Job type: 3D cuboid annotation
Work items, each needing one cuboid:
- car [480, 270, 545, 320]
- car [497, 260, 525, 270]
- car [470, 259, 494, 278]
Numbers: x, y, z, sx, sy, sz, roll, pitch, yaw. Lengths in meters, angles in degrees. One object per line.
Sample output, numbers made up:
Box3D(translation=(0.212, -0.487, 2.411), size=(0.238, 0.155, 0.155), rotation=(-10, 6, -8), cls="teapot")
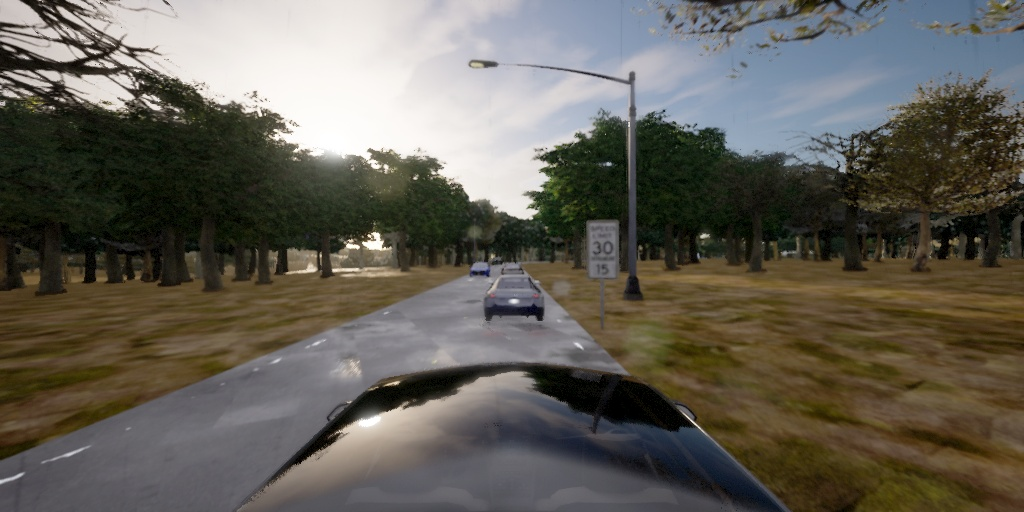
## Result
Box3D(translation=(0.074, 1.361, 12.926), size=(1.994, 1.385, 4.181), rotation=(0, 0, 0), cls="car")
Box3D(translation=(0.051, 1.365, 29.910), size=(2.128, 1.511, 4.902), rotation=(0, 0, 0), cls="car")
Box3D(translation=(-3.148, 1.380, 36.323), size=(1.882, 1.535, 5.008), rotation=(0, 0, 0), cls="car")
